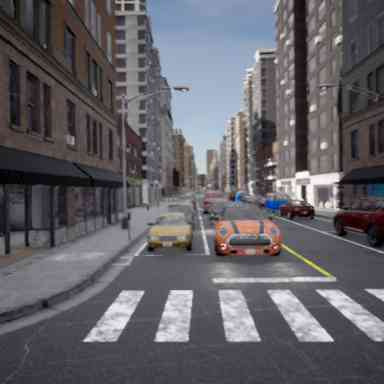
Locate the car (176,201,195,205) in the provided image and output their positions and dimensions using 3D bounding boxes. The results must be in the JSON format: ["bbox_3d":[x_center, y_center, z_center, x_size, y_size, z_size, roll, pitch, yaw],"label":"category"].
[{"bbox_3d":[-0.775,1.436,19.561,1.947,1.339,4.313,-1,0,0],"label":"car"}]

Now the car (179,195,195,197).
[{"bbox_3d":[-0.689,1.307,30.699,1.752,1.417,4.829,-1,0,0],"label":"car"}]

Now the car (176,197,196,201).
[{"bbox_3d":[-0.733,1.352,25.045,1.752,1.417,4.829,-1,0,0],"label":"car"}]

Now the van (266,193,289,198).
[{"bbox_3d":[7.834,1.001,30.779,1.690,1.788,3.998,-1,0,0],"label":"van"}]

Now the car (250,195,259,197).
[{"bbox_3d":[7.880,1.196,36.437,1.802,1.307,4.206,-1,0,0],"label":"car"}]

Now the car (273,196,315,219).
[{"bbox_3d":[7.793,1.250,25.124,1.887,1.381,4.507,-1,0,0],"label":"car"}]

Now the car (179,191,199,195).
[{"bbox_3d":[-0.647,1.049,36.523,2.192,1.841,5.009,-1,0,0],"label":"car"}]

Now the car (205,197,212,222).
[{"bbox_3d":[2.010,1.319,21.681,1.837,1.490,4.892,-1,0,1],"label":"car"}]

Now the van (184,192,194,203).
[{"bbox_3d":[-0.472,0.887,59.141,1.690,1.788,3.998,-1,0,0],"label":"van"}]

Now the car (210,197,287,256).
[{"bbox_3d":[1.876,1.240,12.515,2.097,1.767,4.553,-1,0,2],"label":"car"}]

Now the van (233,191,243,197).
[{"bbox_3d":[8.008,0.815,53.403,1.690,1.788,3.998,-1,0,0],"label":"van"}]

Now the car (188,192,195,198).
[{"bbox_3d":[-0.212,0.758,93.066,1.967,1.590,4.097,-1,0,0],"label":"car"}]

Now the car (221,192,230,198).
[{"bbox_3d":[8.225,0.703,81.682,1.967,1.590,4.097,-1,0,0],"label":"car"}]

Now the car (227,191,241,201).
[{"bbox_3d":[8.094,0.693,64.717,2.192,1.841,5.009,-1,0,0],"label":"car"}]

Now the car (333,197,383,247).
[{"bbox_3d":[7.703,1.111,13.810,2.192,1.841,5.009,-1,0,0],"label":"car"}]

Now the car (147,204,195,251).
[{"bbox_3d":[-0.820,1.442,13.735,1.752,1.417,4.829,-1,0,0],"label":"car"}]

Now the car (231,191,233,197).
[{"bbox_3d":[5.471,1.042,57.211,1.994,1.385,4.181,-1,0,0],"label":"car"}]

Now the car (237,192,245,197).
[{"bbox_3d":[7.968,1.103,47.750,1.802,1.307,4.206,-1,0,0],"label":"car"}]

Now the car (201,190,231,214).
[{"bbox_3d":[2.112,0.957,31.535,2.150,2.045,5.566,-1,0,2],"label":"car"}]

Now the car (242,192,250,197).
[{"bbox_3d":[7.925,1.092,42.263,1.752,1.417,4.829,-1,0,0],"label":"car"}]
